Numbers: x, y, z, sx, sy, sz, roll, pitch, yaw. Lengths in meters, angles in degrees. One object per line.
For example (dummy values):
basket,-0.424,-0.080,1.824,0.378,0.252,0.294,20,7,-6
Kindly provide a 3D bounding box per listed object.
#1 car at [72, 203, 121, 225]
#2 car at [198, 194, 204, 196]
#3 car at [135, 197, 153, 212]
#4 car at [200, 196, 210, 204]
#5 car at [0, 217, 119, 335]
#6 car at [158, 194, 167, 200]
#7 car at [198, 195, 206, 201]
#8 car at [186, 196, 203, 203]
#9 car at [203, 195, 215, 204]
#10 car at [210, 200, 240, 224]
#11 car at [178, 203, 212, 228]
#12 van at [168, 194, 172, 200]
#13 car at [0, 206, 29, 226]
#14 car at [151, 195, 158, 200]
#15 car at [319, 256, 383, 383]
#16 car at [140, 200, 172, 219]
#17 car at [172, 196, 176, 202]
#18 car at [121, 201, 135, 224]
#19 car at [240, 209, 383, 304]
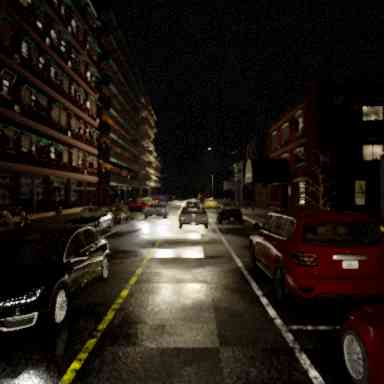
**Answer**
car,-5.690,1.562,19.120,2.008,1.369,4.403,0,0,0
car,2.689,1.388,63.435,2.192,1.841,5.009,0,0,0
car,-5.691,1.573,35.739,1.887,1.381,4.507,0,0,0
car,2.687,1.610,69.144,1.752,1.417,4.829,0,0,0
car,-3.078,1.509,7.028,1.837,1.490,4.892,0,0,0
car,-5.691,1.367,52.356,2.192,1.841,5.009,0,0,0
car,2.686,1.581,91.132,1.967,1.590,4.097,0,0,0
car,0.097,1.588,44.885,2.033,1.411,5.357,0,0,0
car,2.689,1.569,46.987,1.752,1.417,4.829,0,0,0
car,2.691,1.567,24.660,2.008,1.369,4.403,0,0,0
car,0.096,1.614,22.133,1.895,1.301,4.718,0,0,0
van,-5.693,1.426,68.974,1.690,1.788,3.998,0,0,0
car,-5.688,1.318,8.042,2.192,1.841,5.009,0,0,0
car,-5.691,1.476,41.277,1.967,1.590,4.097,0,0,0
car,2.692,1.583,2.504,1.802,1.307,4.206,0,0,0
car,-3.066,1.622,29.295,1.895,1.301,4.718,0,0,0
car,-5.693,1.427,80.053,2.192,1.841,5.009,0,0,0
car,-5.690,1.541,24.489,1.752,1.417,4.829,0,0,0
car,2.693,1.318,8.043,2.192,1.841,5.009,0,0,0
